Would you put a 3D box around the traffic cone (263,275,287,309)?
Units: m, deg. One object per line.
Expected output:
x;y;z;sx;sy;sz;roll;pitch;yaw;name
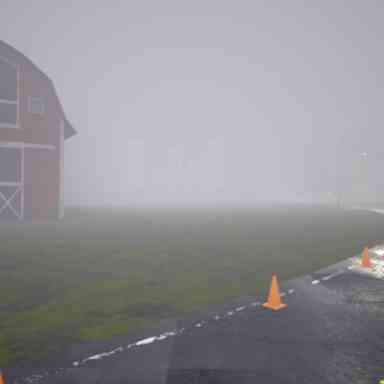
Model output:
1.632;1.949;6.577;0.340;0.580;0.340;0;0;-41;traffic cone

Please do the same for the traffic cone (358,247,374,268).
5.160;1.922;9.858;0.340;0.580;0.340;0;0;45;traffic cone
